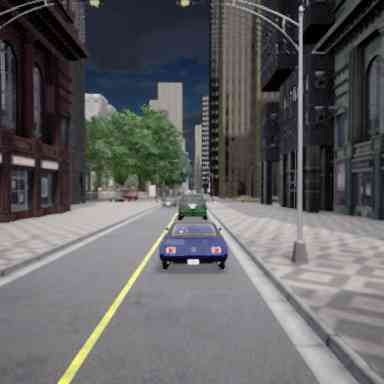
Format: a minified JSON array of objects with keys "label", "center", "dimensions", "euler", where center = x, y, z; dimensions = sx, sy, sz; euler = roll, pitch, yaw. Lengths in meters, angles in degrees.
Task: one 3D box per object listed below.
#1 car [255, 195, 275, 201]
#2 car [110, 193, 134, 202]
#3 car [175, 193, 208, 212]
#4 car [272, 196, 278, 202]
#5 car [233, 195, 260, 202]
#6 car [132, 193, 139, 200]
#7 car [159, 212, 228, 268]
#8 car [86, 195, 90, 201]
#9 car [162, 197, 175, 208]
[{"label":"car","center":[17.124,1.398,78.318],"dimensions":[4.313,1.339,1.947],"euler":[0,1,0]},{"label":"car","center":[-15.089,1.523,69.961],"dimensions":[4.313,1.339,1.947],"euler":[0,1,0]},{"label":"car","center":[0.056,1.149,26.401],"dimensions":[2.150,2.045,5.566],"euler":[0,0,0]},{"label":"car","center":[17.089,1.544,69.794],"dimensions":[4.403,1.369,2.008],"euler":[0,1,0]},{"label":"car","center":[11.746,1.511,69.821],"dimensions":[4.829,1.417,1.752],"euler":[0,1,0]},{"label":"car","center":[-15.053,1.111,78.479],"dimensions":[5.009,1.841,2.192],"euler":[0,1,0]},{"label":"car","center":[0.058,1.567,11.070],"dimensions":[1.895,1.301,4.718],"euler":[0,0,0]},{"label":"car","center":[-25.966,1.358,78.541],"dimensions":[4.313,1.339,1.947],"euler":[0,1,0]},{"label":"car","center":[-3.101,1.387,45.930],"dimensions":[2.128,1.511,4.902],"euler":[0,0,0]}]
